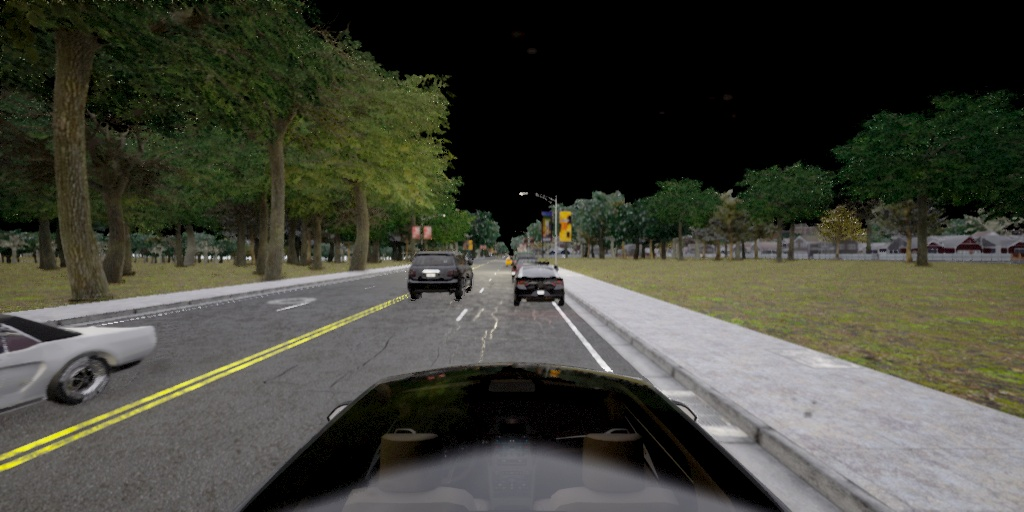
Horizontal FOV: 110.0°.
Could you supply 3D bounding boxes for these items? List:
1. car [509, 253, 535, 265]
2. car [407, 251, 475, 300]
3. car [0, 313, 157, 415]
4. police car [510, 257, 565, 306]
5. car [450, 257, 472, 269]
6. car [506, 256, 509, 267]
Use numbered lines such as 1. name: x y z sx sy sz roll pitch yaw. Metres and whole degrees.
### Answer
1. car: 1.020 0.853 24.839 2.097 1.767 4.553 0 1 0
2. car: -3.122 0.812 16.521 2.150 2.045 5.566 0 1 0
3. car: -6.600 1.332 3.435 1.895 1.301 4.718 0 1 0
4. police car: 1.000 1.032 14.979 1.930 1.638 5.238 0 1 0
5. car: -6.503 0.846 46.065 2.033 1.411 5.357 0 0 0
6. car: 0.114 0.733 51.014 1.882 1.535 5.008 0 0 0
